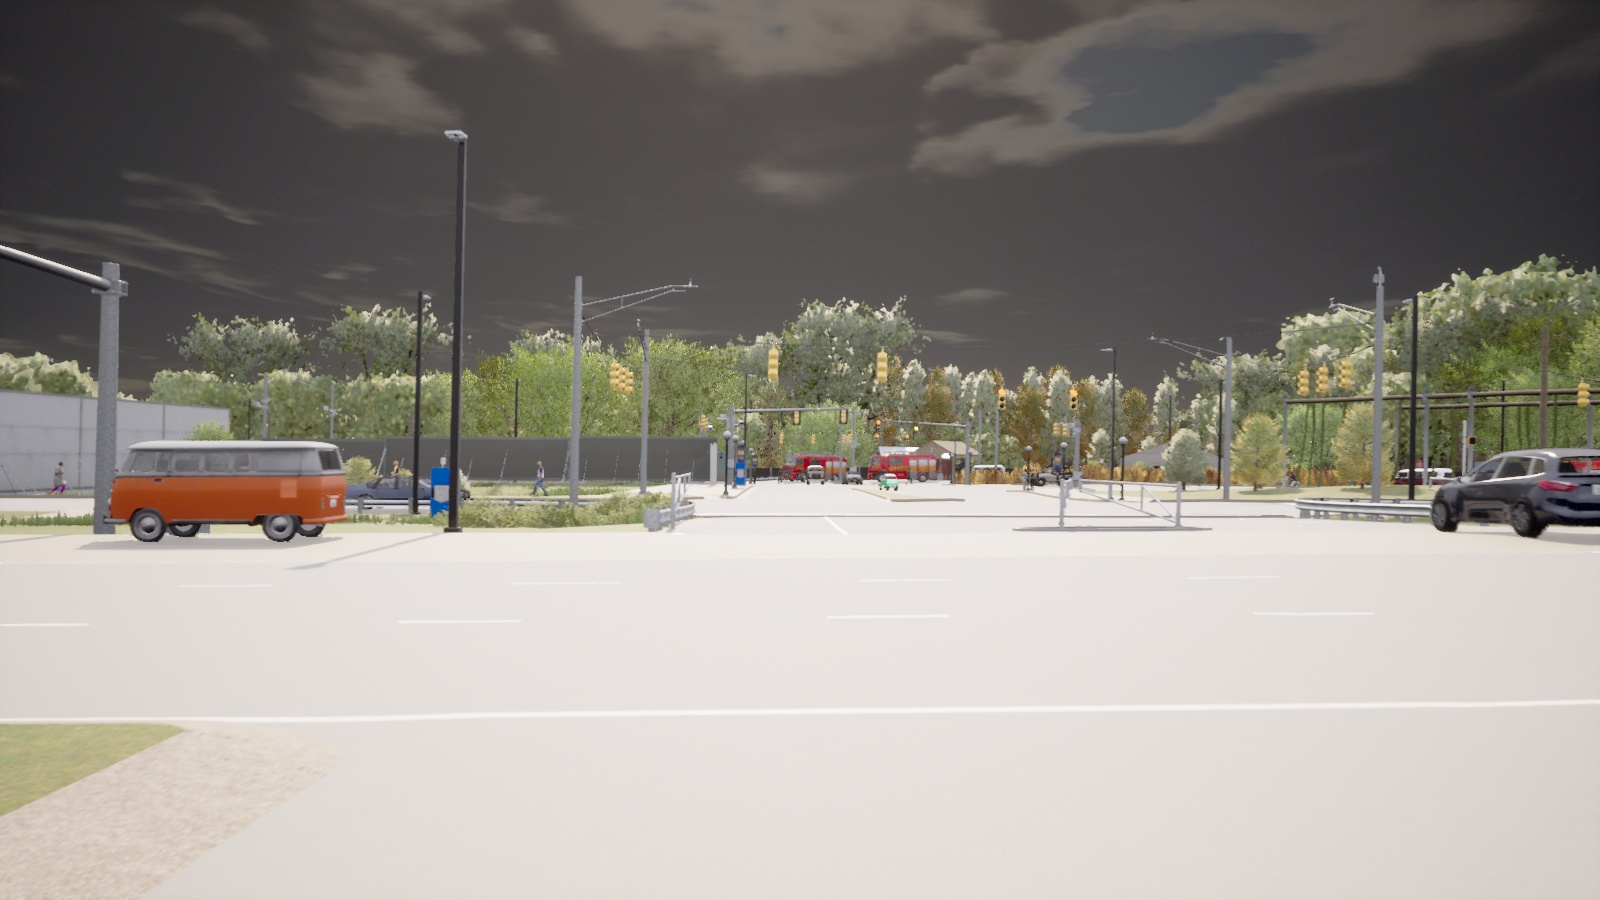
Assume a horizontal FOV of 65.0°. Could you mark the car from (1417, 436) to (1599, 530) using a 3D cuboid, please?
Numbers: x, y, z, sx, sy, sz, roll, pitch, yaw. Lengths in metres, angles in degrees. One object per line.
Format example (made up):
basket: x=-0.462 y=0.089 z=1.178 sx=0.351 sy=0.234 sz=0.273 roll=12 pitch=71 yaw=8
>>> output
car: x=14.437 y=0.652 z=24.749 sx=2.242 sy=1.667 sz=4.611 roll=-1 pitch=-2 yaw=0

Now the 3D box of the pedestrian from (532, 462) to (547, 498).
pedestrian: x=-13.502 y=1.556 z=65.079 sx=0.706 sy=1.836 sz=0.354 roll=1 pitch=0 yaw=-2

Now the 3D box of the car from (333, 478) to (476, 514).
car: x=-16.516 y=1.925 z=52.663 sx=5.357 sy=1.411 sz=2.033 roll=0 pitch=0 yaw=0

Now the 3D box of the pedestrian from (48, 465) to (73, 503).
pedestrian: x=-38.585 y=1.777 z=65.509 sx=0.873 sy=1.952 sz=0.659 roll=1 pitch=0 yaw=-1

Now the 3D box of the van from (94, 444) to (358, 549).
van: x=-11.398 y=0.900 z=25.139 sx=4.442 sy=1.987 sz=1.775 roll=-1 pitch=0 yaw=-1
